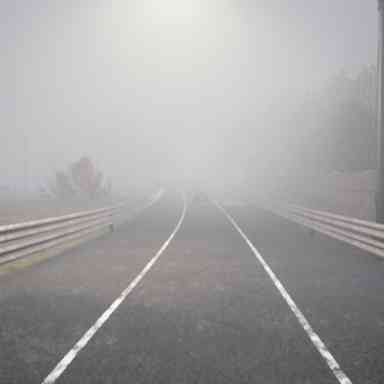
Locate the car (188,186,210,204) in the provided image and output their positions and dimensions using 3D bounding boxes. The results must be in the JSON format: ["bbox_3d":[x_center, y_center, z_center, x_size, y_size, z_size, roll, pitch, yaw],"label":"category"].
[{"bbox_3d":[0.950,0.492,38.080,2.128,1.511,4.902,0,4,-2],"label":"car"}]
